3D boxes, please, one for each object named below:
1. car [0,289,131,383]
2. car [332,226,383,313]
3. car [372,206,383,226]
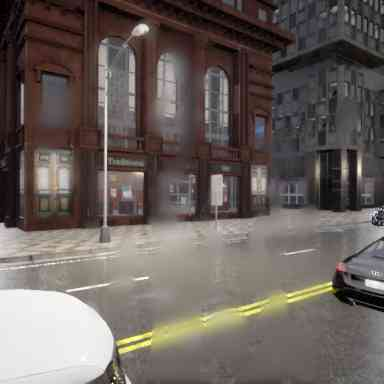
[{"bbox_3d":[-2.943,1.221,1.336,5.566,2.045,2.150,0,0,-36],"label":"car"},{"bbox_3d":[4.792,1.561,6.878,4.181,1.385,1.994,0,0,-35],"label":"car"},{"bbox_3d":[13.507,1.329,21.343,4.553,1.767,2.097,0,0,-36],"label":"car"}]
